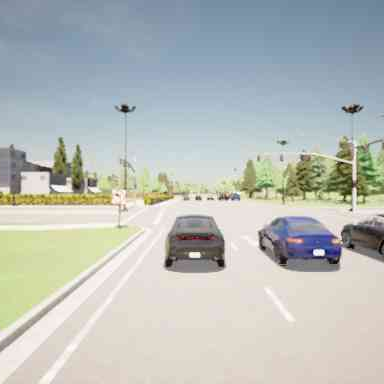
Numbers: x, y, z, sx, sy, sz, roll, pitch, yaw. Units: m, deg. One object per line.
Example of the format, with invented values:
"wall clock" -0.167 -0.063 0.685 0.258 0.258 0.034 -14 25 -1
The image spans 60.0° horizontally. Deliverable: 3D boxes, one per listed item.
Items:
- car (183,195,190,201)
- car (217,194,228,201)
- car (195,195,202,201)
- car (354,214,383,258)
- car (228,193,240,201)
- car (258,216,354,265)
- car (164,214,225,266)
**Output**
"car" -1.655 1.771 94.806 2.128 1.511 4.902 0 0 0
"car" 8.845 1.470 94.788 2.150 2.045 5.566 0 0 0
"car" 1.847 1.725 95.207 1.882 1.535 5.008 0 0 0
"car" 7.095 1.522 11.912 2.128 1.511 4.902 0 0 0
"car" 12.343 1.468 94.355 2.150 2.045 5.566 0 0 0
"car" 3.596 1.557 11.683 1.812 1.442 4.674 0 0 0
"car" 0.092 1.535 11.690 1.837 1.490 4.892 0 -1 0
